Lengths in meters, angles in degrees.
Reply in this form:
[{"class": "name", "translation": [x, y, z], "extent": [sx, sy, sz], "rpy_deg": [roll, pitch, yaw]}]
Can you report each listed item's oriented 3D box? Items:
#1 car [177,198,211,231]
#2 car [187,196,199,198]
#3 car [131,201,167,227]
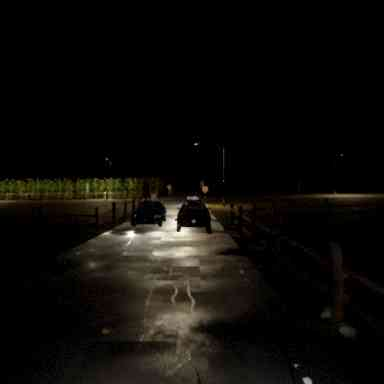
[{"class": "car", "translation": [0.100, 1.364, 20.015], "extent": [1.882, 1.535, 5.008], "rpy_deg": [0, 1, 0]}, {"class": "car", "translation": [0.096, 1.129, 38.280], "extent": [2.033, 1.411, 5.357], "rpy_deg": [0, 1, 0]}, {"class": "car", "translation": [-2.754, 1.362, 22.019], "extent": [1.882, 1.535, 5.008], "rpy_deg": [0, 1, 0]}]
